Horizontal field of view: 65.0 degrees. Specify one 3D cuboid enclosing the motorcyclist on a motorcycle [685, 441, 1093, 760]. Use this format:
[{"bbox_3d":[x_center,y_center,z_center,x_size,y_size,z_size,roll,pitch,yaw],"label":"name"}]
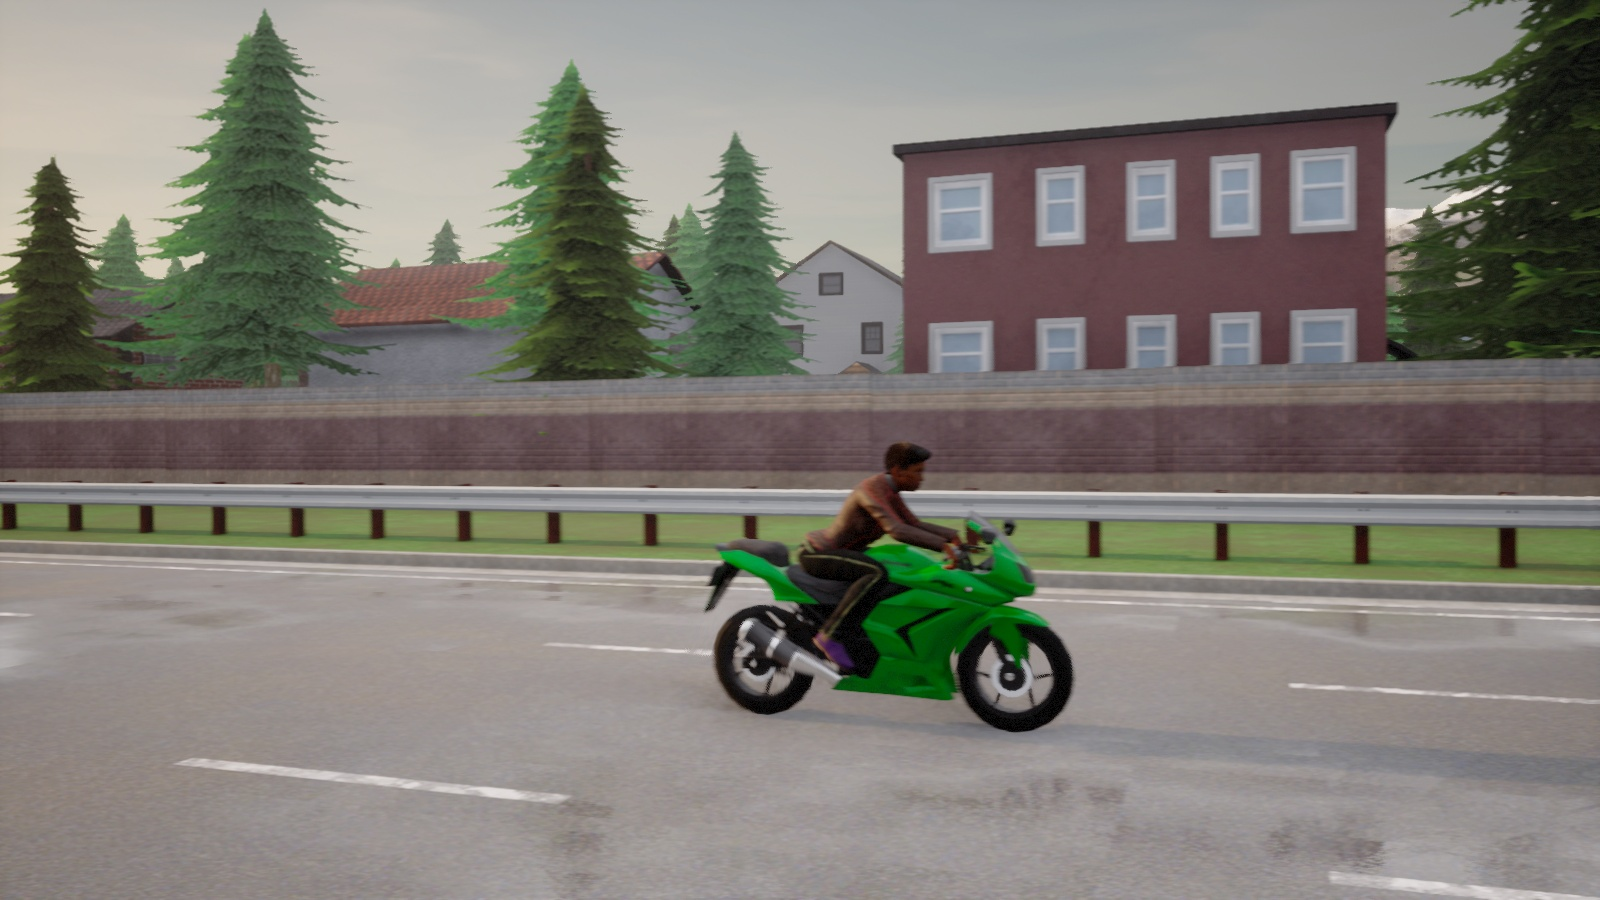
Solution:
[{"bbox_3d":[0.481,0.717,6.729,2.044,1.523,0.797,0,1,19],"label":"motorcyclist on a motorcycle"}]
